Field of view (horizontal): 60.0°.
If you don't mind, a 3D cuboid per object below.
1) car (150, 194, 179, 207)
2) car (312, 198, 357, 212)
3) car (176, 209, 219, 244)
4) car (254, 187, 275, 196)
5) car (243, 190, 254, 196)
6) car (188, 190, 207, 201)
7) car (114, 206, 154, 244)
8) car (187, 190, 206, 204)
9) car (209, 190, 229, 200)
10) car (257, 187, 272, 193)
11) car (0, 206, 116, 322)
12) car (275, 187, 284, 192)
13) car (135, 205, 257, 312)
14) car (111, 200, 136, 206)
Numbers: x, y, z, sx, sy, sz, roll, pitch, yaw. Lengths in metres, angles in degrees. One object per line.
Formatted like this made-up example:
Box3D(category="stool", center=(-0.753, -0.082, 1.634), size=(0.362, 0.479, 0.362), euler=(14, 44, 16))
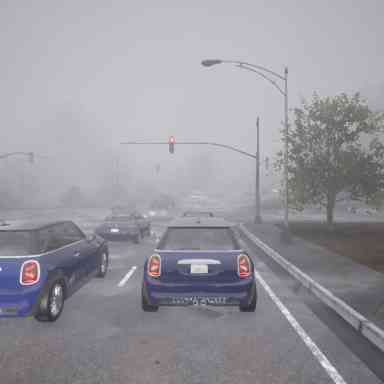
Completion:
Box3D(category="car", center=(-3.910, 1.327, 45.040), size=(2.150, 2.045, 5.566), euler=(0, 0, 12))
Box3D(category="car", center=(16.434, 1.532, 38.431), size=(4.892, 1.490, 1.837), euler=(-1, 0, 4))
Box3D(category="car", center=(0.326, 1.633, 16.940), size=(1.895, 1.301, 4.718), euler=(0, 0, 2))
Box3D(category="car", center=(17.662, 0.142, 80.977), size=(2.128, 1.511, 4.902), euler=(0, 3, 33))
Box3D(category="car", center=(14.132, 0.206, 81.913), size=(1.812, 1.442, 4.674), euler=(0, 3, 33))
Box3D(category="car", center=(1.217, 0.738, 72.393), size=(2.150, 2.045, 5.566), euler=(0, 3, 23))
Box3D(category="car", center=(-3.199, 1.594, 16.018), size=(1.994, 1.385, 4.181), euler=(0, 0, 2))
Box3D(category="car", center=(0.891, 1.104, 62.293), size=(2.150, 2.045, 5.566), euler=(0, 2, 20))
Box3D(category="car", center=(5.679, 0.580, 73.710), size=(2.150, 2.045, 5.566), euler=(0, 3, 26))
Box3D(category="car", center=(19.801, -0.522, 90.398), size=(2.128, 1.511, 4.902), euler=(0, 3, 38))
Box3D(category="car", center=(-3.365, 1.361, 7.405), size=(2.097, 1.767, 4.553), euler=(0, 0, 1))
Box3D(category="car", center=(23.401, -0.599, 89.378), size=(1.882, 1.535, 5.008), euler=(0, 3, 38))
Box3D(category="car", center=(0.139, 1.361, 7.909), size=(2.097, 1.767, 4.553), euler=(0, 0, 0))
Box3D(category="car", center=(-8.297, 1.656, 40.399), size=(1.994, 1.385, 4.181), euler=(0, 0, 9))
